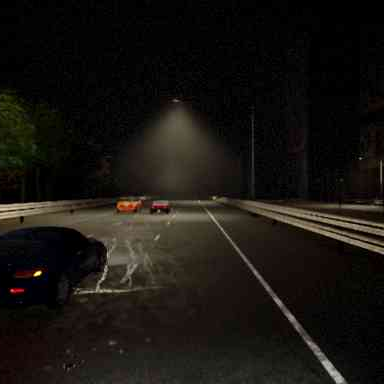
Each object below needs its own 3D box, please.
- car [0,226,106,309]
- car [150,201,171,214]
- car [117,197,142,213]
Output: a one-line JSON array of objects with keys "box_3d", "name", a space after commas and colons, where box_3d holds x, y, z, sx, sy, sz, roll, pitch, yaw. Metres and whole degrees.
[{"box_3d": [-3.382, 1.525, 7.715, 1.812, 1.442, 4.674, 0, 0, 0], "name": "car"}, {"box_3d": [-3.306, 1.617, 35.586, 1.895, 1.301, 4.718, 0, 0, 0], "name": "car"}, {"box_3d": [-6.804, 1.370, 36.710, 2.097, 1.767, 4.553, 0, 0, 0], "name": "car"}]
